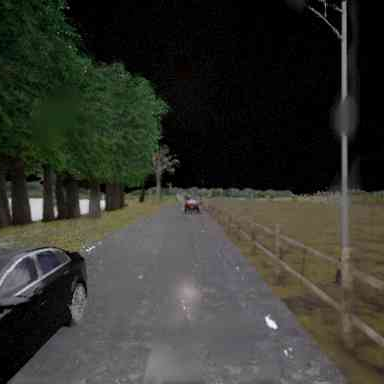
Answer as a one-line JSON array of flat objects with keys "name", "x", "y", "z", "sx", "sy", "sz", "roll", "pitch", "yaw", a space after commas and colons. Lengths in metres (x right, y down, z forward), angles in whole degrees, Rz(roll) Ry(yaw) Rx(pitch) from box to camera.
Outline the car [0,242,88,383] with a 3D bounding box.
[{"name": "car", "x": -2.840, "y": 1.512, "z": 4.303, "sx": 2.128, "sy": 1.511, "sz": 4.902, "roll": 0, "pitch": 0, "yaw": 0}]

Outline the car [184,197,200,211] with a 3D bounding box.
[{"name": "car", "x": -0.024, "y": 1.769, "z": 44.570, "sx": 1.882, "sy": 1.535, "sz": 5.008, "roll": 0, "pitch": 0, "yaw": 0}]
